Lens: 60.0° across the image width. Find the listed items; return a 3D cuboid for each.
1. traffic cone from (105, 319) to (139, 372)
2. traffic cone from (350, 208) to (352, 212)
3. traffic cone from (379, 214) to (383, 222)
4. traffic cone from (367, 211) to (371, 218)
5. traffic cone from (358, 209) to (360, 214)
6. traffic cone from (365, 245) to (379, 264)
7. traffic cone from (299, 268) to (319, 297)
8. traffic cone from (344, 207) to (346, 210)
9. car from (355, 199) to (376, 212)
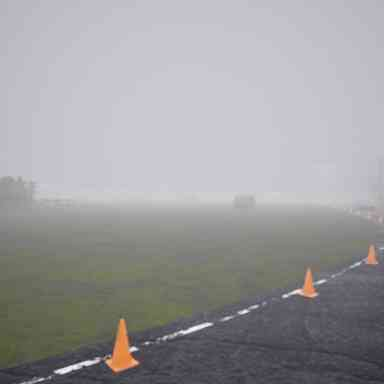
[{"bbox_3d":[-0.933,1.998,4.452,0.340,0.580,0.340,1,-1,-38],"label":"traffic cone"},{"bbox_3d":[19.901,2.203,41.608,0.340,0.580,0.340,0,0,17],"label":"traffic cone"},{"bbox_3d":[15.553,2.132,27.388,0.340,0.580,0.340,0,0,20],"label":"traffic cone"},{"bbox_3d":[17.022,2.156,32.031,0.340,0.580,0.340,0,0,17],"label":"traffic cone"},{"bbox_3d":[18.462,2.180,36.820,0.340,0.580,0.340,0,0,17],"label":"traffic cone"},{"bbox_3d":[5.960,2.054,11.023,0.340,0.580,0.340,0,0,41],"label":"traffic cone"},{"bbox_3d":[2.667,2.032,7.578,0.340,0.580,0.340,0,-1,-44],"label":"traffic cone"},{"bbox_3d":[21.341,2.225,46.396,0.340,0.580,0.340,0,0,17],"label":"traffic cone"},{"bbox_3d":[22.660,1.734,43.581,1.882,1.535,5.008,0,0,17],"label":"car"}]
